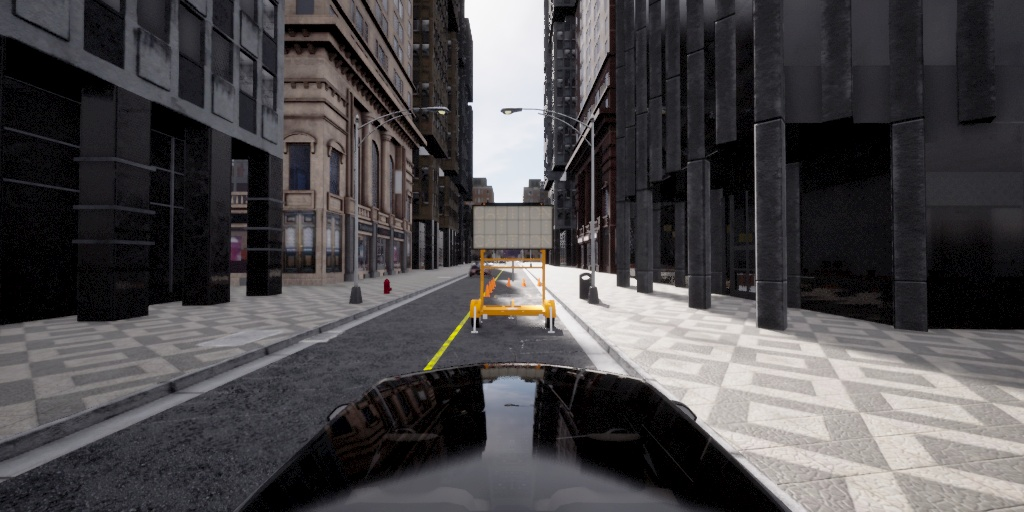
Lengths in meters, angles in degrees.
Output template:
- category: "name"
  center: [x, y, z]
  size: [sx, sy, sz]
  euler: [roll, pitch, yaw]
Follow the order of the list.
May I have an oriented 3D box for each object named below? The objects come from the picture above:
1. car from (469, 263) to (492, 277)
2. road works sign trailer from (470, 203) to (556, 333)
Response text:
- category: "car"
  center: [-3.001, 1.338, 34.803]
  size: [1.994, 1.385, 4.181]
  euler: [0, 0, 0]
- category: "road works sign trailer"
  center: [0.027, 0.217, 10.723]
  size: [2.380, 3.560, 2.880]
  euler: [0, 0, 0]
